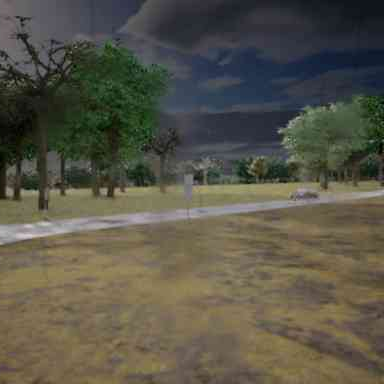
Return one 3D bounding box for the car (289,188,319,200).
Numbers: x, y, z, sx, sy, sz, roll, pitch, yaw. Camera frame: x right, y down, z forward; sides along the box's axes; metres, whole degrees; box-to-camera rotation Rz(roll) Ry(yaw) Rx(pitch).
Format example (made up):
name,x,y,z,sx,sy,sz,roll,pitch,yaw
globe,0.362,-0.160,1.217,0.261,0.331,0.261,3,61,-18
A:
name,x,y,z,sx,sy,sz,roll,pitch,yaw
car,14.128,0.219,41.618,4.674,1.442,1.812,-3,2,-41
